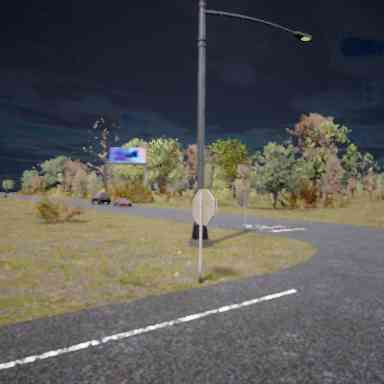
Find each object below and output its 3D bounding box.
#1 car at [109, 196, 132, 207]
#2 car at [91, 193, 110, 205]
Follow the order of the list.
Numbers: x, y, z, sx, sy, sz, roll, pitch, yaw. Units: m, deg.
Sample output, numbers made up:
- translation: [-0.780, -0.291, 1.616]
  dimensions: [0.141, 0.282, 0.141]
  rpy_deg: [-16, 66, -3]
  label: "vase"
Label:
- translation: [-11.050, 1.616, 52.379]
  dimensions: [1.994, 1.385, 4.181]
  rpy_deg: [1, 0, -33]
  label: "car"
- translation: [-16.622, 1.257, 60.700]
  dimensions: [2.150, 2.045, 5.566]
  rpy_deg: [1, 0, -34]
  label: "car"
